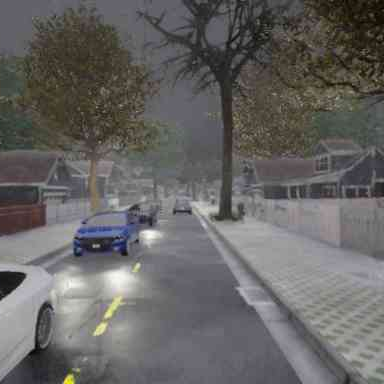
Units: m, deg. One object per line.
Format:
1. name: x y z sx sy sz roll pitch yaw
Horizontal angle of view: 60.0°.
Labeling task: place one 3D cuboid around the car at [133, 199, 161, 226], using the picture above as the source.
1. car: -3.561 1.523 23.739 1.882 1.535 5.008 0 0 -2

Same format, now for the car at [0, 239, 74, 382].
1. car: -2.921 1.549 3.408 1.812 1.442 4.674 0 0 -2

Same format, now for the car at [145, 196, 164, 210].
1. car: -3.730 1.209 31.654 1.837 1.490 4.892 0 0 -2

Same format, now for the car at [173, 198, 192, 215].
1. car: -1.019 1.603 35.009 1.994 1.385 4.181 0 0 -2

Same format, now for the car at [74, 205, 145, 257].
1. car: -3.239 1.511 13.444 1.882 1.535 5.008 0 0 -2

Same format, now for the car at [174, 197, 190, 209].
1. car: -1.443 1.551 47.197 2.128 1.511 4.902 0 0 -1
